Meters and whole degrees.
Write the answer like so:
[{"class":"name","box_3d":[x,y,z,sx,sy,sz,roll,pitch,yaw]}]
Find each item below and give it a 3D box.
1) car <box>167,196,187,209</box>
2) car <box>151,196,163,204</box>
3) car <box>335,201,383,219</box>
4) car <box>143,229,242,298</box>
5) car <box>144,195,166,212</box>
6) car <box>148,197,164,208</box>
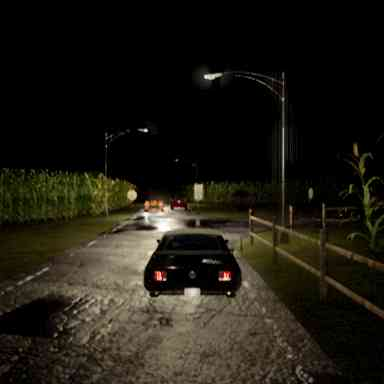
[{"class":"car","box_3d":[-1.815,1.302,43.653,2.097,1.767,4.553,0,0,-5]},{"class":"car","box_3d":[-6.622,1.496,62.576,2.033,1.411,5.357,0,0,-6]},{"class":"car","box_3d":[13.111,1.326,24.286,4.718,1.301,1.895,-1,0,3]},{"class":"car","box_3d":[0.015,1.586,8.445,1.895,1.301,4.718,0,0,0]},{"class":"car","box_3d":[-4.276,1.304,37.841,2.097,1.767,4.553,0,0,-5]},{"class":"car","box_3d":[-5.138,1.441,47.947,2.128,1.511,4.902,0,0,-5]}]
